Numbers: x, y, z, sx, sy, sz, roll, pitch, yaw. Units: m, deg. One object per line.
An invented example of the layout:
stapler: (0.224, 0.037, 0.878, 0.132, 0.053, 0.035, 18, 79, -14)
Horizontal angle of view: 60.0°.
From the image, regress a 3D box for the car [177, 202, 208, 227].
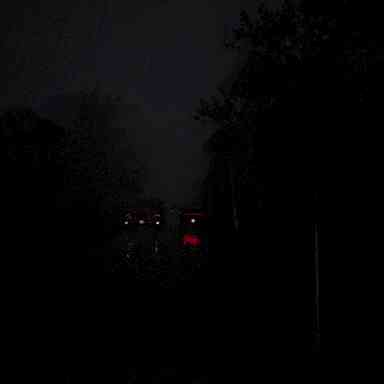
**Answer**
car: (0.067, 1.704, 24.270, 1.837, 1.490, 4.892, 0, -1, 0)

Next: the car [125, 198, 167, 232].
car: (-2.878, 1.387, 21.750, 2.150, 2.045, 5.566, 0, -1, 0)

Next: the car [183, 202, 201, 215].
car: (-0.005, 2.009, 41.268, 2.128, 1.511, 4.902, 0, -1, 0)

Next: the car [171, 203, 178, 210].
car: (-2.912, 2.710, 62.302, 1.895, 1.301, 4.718, 0, -2, 1)
